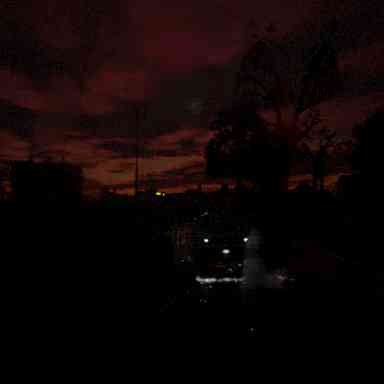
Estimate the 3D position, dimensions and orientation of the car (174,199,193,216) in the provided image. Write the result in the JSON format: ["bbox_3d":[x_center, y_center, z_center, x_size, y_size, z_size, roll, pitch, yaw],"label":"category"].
[{"bbox_3d":[-1.167,1.903,42.275,2.150,2.045,5.566,0,-1,-5],"label":"car"}]

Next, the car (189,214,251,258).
[{"bbox_3d":[1.072,1.830,13.972,1.895,1.301,4.718,0,-1,-4],"label":"car"}]

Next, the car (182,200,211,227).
[{"bbox_3d":[0.028,1.663,27.213,2.150,2.045,5.566,0,-1,-4],"label":"car"}]

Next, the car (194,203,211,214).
[{"bbox_3d":[1.437,2.288,46.306,1.994,1.385,4.181,0,-1,-4],"label":"car"}]

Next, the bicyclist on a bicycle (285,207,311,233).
[{"bbox_3d":[6.558,1.754,20.538,1.656,1.620,0.582,0,-1,-5],"label":"bicyclist on a bicycle"}]

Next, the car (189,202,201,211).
[{"bbox_3d":[0.463,2.437,58.334,1.812,1.442,4.674,0,-1,-5],"label":"car"}]
